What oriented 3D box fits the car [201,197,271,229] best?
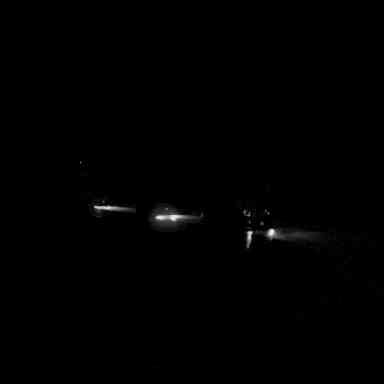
[{"bbox_3d":[2.555,1.117,20.086,2.097,1.767,4.553,0,1,-35],"label":"car"}]

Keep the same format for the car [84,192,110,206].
[{"bbox_3d":[-11.451,0.811,39.838,2.128,1.511,4.902,0,1,-35],"label":"car"}]

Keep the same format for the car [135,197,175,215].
[{"bbox_3d":[-3.175,1.148,28.157,1.994,1.385,4.181,0,1,-35],"label":"car"}]
